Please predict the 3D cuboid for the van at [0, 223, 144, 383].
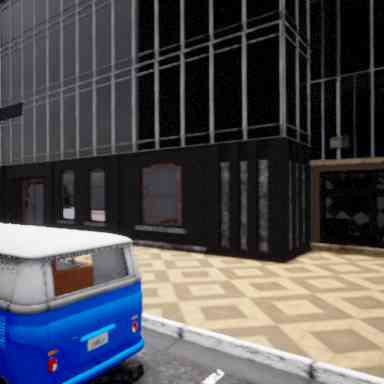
[{"bbox_3d":[-2.523,1.389,4.663,3.998,1.788,1.690,-1,0,35],"label":"van"}]
